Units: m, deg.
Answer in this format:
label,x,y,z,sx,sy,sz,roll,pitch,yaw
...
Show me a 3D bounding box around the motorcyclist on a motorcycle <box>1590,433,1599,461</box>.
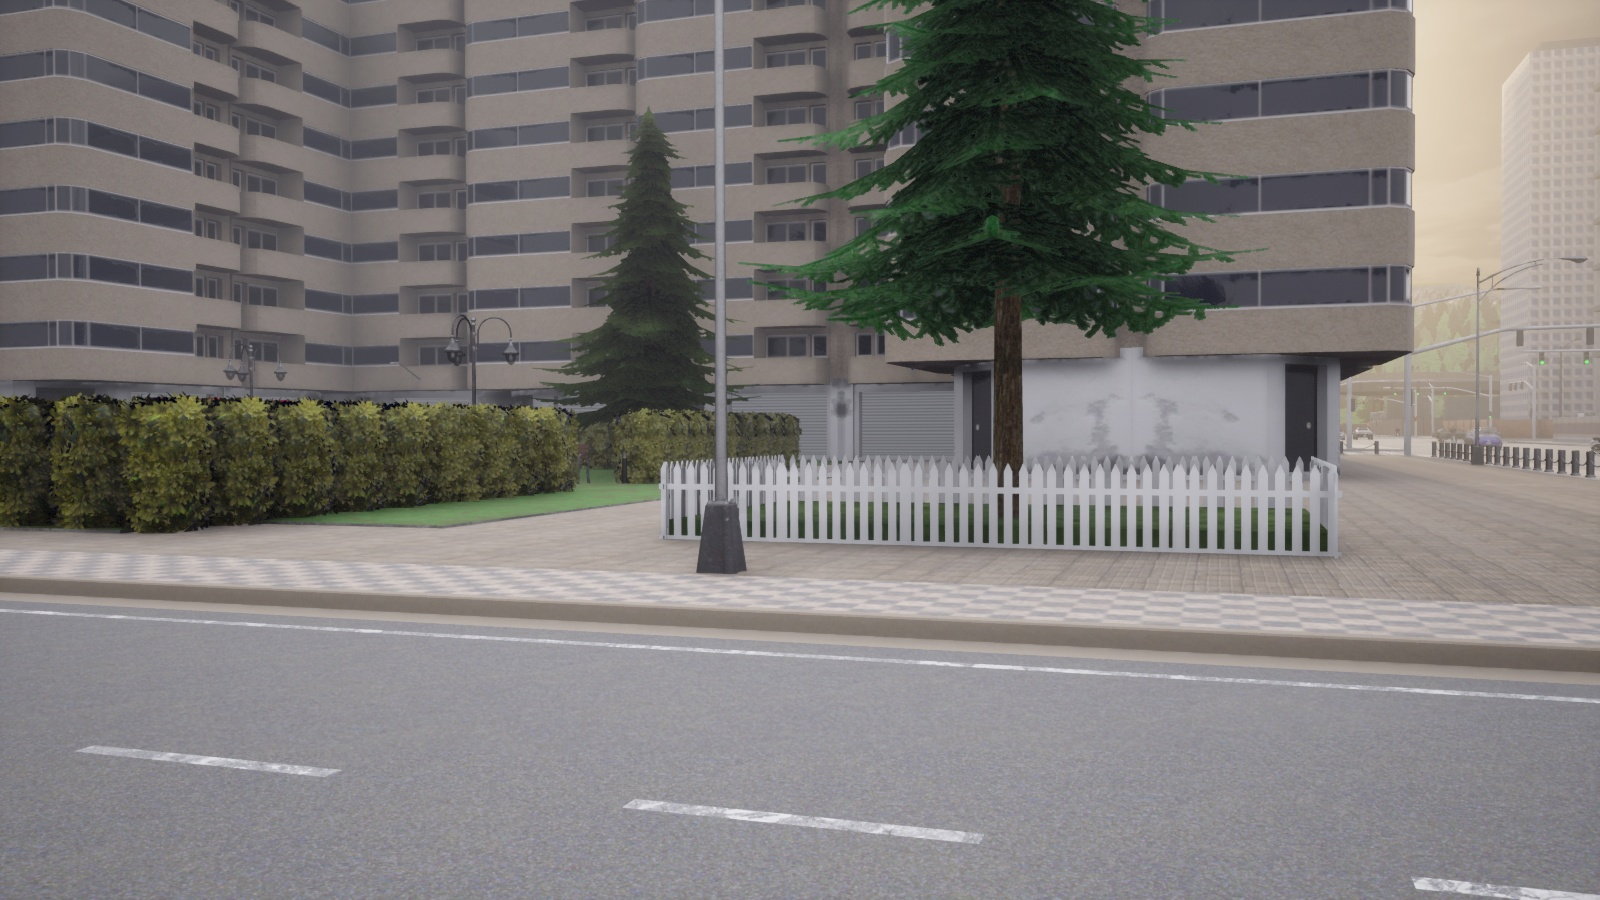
label,x,y,z,sx,sy,sz,roll,pitch,yaw
motorcyclist on a motorcycle,44.079,-0.144,67.967,2.044,1.523,0.797,1,1,17
